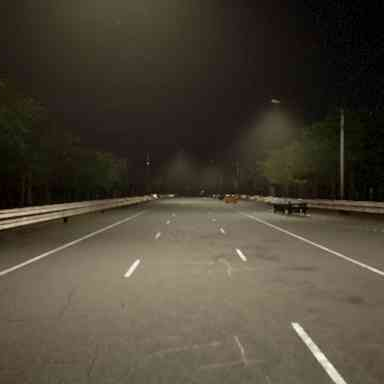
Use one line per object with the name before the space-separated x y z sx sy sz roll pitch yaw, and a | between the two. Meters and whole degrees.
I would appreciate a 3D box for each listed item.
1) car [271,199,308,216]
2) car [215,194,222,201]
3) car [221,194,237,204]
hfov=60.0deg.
car | 9.251 1.439 31.981 2.128 1.511 4.902 0 0 -11
car | 7.044 1.324 78.008 1.837 1.490 4.892 0 0 0
car | 6.940 1.328 60.363 1.882 1.535 5.008 0 0 1
